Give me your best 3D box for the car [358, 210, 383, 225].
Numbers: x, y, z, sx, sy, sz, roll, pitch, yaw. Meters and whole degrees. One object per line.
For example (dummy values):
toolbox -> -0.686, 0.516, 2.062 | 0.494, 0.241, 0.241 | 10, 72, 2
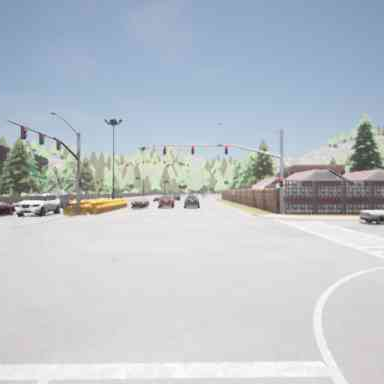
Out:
car -> 14.061, 1.556, 22.733 | 4.718, 1.301, 1.895 | 0, 0, 2

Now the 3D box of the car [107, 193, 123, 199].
car -> -14.195, 1.133, 62.136 | 2.150, 2.045, 5.566 | 0, 0, 0

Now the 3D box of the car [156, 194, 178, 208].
car -> -3.515, 1.280, 47.095 | 2.097, 1.767, 4.553 | 0, 0, 0

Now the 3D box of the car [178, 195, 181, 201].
car -> -3.694, 1.353, 80.110 | 1.882, 1.535, 5.008 | 0, 0, 0

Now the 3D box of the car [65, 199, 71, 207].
car -> -17.700, 1.488, 44.045 | 2.033, 1.411, 5.357 | 0, 0, 0

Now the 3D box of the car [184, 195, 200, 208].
car -> -0.013, 1.277, 47.086 | 2.097, 1.767, 4.553 | 0, 0, 0

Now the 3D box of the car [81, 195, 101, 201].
car -> -14.203, 1.286, 46.926 | 2.097, 1.767, 4.553 | 0, 0, 0

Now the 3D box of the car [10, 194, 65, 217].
car -> -14.176, 1.183, 30.993 | 2.150, 2.045, 5.566 | 0, 0, 0

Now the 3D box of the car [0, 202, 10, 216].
car -> -17.669, 1.565, 29.443 | 1.895, 1.301, 4.718 | 0, 0, 0

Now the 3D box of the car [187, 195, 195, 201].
car -> -0.187, 1.378, 77.728 | 1.837, 1.490, 4.892 | 0, 0, 0

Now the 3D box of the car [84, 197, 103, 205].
car -> -17.700, 1.517, 60.056 | 1.895, 1.301, 4.718 | 0, 0, 0

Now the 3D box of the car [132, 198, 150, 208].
car -> -7.011, 1.533, 45.835 | 1.895, 1.301, 4.718 | 0, 0, 0

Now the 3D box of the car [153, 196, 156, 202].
car -> -7.166, 1.489, 71.886 | 1.895, 1.301, 4.718 | 0, 0, 0
